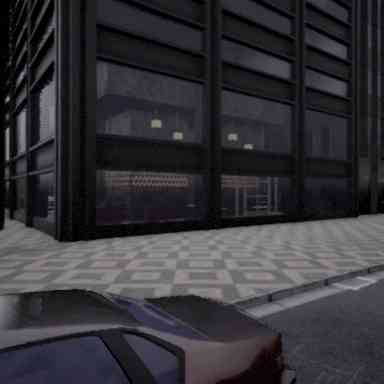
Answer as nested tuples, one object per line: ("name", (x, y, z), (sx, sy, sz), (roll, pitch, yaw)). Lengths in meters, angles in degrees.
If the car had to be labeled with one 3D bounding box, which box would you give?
("car", (-1.589, 1.547, 2.240), (5.357, 1.411, 2.033), (0, 0, -35))
